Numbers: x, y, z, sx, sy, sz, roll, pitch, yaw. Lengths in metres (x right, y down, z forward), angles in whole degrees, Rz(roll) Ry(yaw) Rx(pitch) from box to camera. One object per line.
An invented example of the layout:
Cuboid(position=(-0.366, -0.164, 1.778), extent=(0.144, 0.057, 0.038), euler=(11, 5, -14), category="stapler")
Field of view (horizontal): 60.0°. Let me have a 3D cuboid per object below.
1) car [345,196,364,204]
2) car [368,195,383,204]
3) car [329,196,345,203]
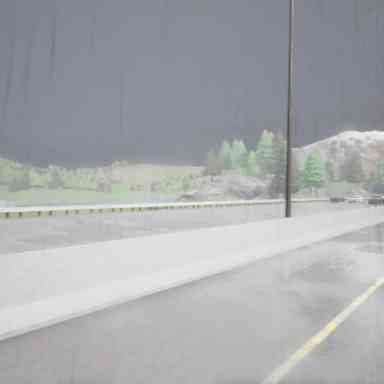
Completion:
Cuboid(position=(31.669, 1.461, 64.024), extent=(1.812, 1.442, 4.674), euler=(1, 1, 41), category="car")
Cuboid(position=(34.349, 1.347, 61.769), extent=(2.097, 1.767, 4.553), euler=(1, 1, 41), category="car")
Cuboid(position=(28.989, 1.477, 66.277), extent=(1.895, 1.301, 4.718), euler=(1, 1, 41), category="car")
